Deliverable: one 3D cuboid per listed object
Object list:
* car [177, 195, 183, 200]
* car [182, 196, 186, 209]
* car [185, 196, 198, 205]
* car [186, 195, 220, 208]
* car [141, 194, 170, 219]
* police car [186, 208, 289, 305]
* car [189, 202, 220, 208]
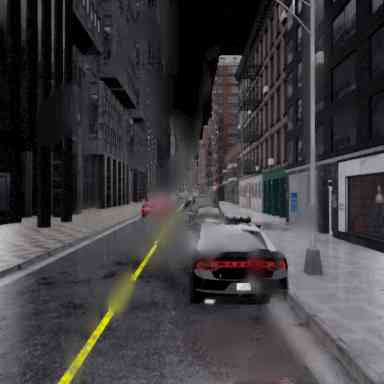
[{"bbox_3d":[-3.138,1.567,95.163,1.994,1.385,4.181,0,0,0],"label":"car"},{"bbox_3d":[-0.058,1.510,45.735,1.837,1.490,4.892,0,0,0],"label":"car"},{"bbox_3d":[-0.089,1.497,60.039,2.128,1.511,4.902,0,0,0],"label":"car"},{"bbox_3d":[0.864,1.226,24.226,2.150,2.045,5.566,0,0,0],"label":"car"},{"bbox_3d":[-3.145,1.224,29.764,2.150,2.045,5.566,0,0,0],"label":"car"},{"bbox_3d":[0.887,1.425,8.305,1.930,1.638,5.238,0,0,0],"label":"police car"},{"bbox_3d":[0.872,1.506,18.195,1.837,1.490,4.892,0,0,0],"label":"car"}]
